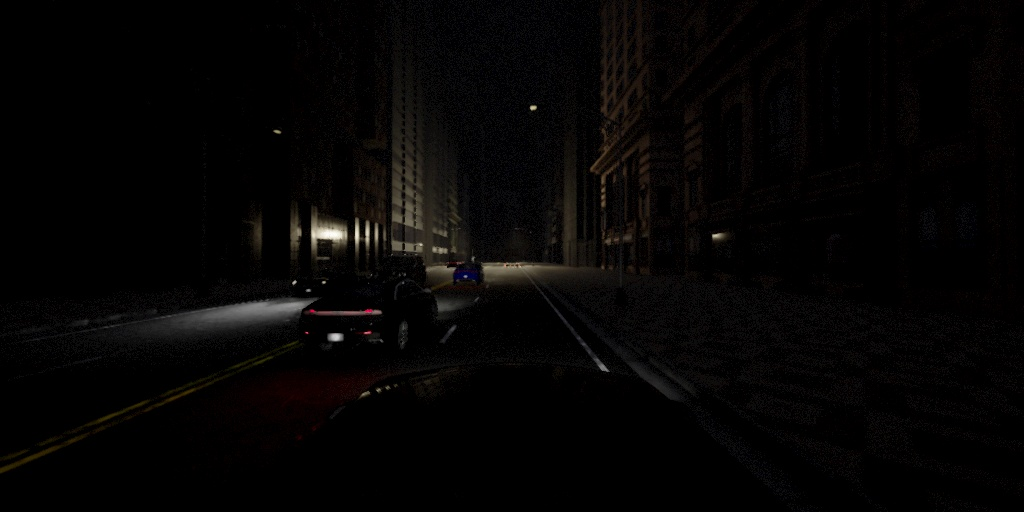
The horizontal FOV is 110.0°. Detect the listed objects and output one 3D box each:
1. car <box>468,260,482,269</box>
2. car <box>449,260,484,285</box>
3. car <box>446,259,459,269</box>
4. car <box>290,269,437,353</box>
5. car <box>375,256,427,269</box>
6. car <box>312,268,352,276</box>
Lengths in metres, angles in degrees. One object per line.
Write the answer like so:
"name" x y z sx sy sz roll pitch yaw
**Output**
"car" -6.525 1.465 63.937 2.033 1.411 5.357 0 0 0
"car" -3.166 1.255 26.813 1.882 1.535 5.008 0 0 0
"car" -9.801 1.255 60.918 2.097 1.767 4.553 0 0 1
"car" -3.153 1.243 8.828 2.128 1.511 4.902 0 0 0
"car" -6.602 0.986 21.317 2.150 2.045 5.566 0 0 0
"car" -9.852 1.362 19.558 1.895 1.301 4.718 0 0 0
